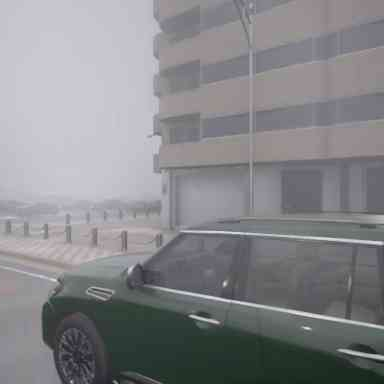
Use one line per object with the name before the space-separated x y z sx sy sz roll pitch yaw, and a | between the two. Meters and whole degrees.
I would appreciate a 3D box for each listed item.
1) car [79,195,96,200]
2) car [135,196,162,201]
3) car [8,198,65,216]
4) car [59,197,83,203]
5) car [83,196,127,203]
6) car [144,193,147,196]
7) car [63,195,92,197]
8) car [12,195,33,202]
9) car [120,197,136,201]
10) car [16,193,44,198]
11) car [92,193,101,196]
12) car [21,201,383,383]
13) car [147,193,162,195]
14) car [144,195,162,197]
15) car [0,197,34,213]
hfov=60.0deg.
car | -28.018 1.475 89.122 1.970 1.475 3.806 0 0 35
car | -3.603 1.568 36.617 1.837 1.490 4.892 0 0 35
car | -15.169 1.629 32.623 1.994 1.385 4.181 0 0 35
car | -13.834 1.631 40.651 1.994 1.385 4.181 0 0 35
car | -10.093 1.557 39.897 2.128 1.511 4.902 0 0 35
car | -9.579 1.228 76.195 1.905 1.878 3.866 0 0 35
car | -21.835 1.468 63.460 1.970 1.475 3.806 0 0 35
car | -38.045 1.443 74.819 1.784 1.438 3.905 0 0 35
car | -5.947 1.628 39.375 1.994 1.385 4.181 0 0 35
car | -35.712 1.232 73.102 1.932 1.855 4.605 0 0 35
car | -25.656 1.235 87.448 1.905 1.878 3.866 0 0 35
car | 0.782 1.222 3.439 5.566 2.045 2.150 0 0 35
car | -7.242 1.224 74.487 1.932 1.855 4.605 0 0 35
car | -4.431 1.591 47.988 1.812 1.442 4.674 0 0 35
car | -18.907 1.558 33.381 2.128 1.511 4.902 0 0 35
